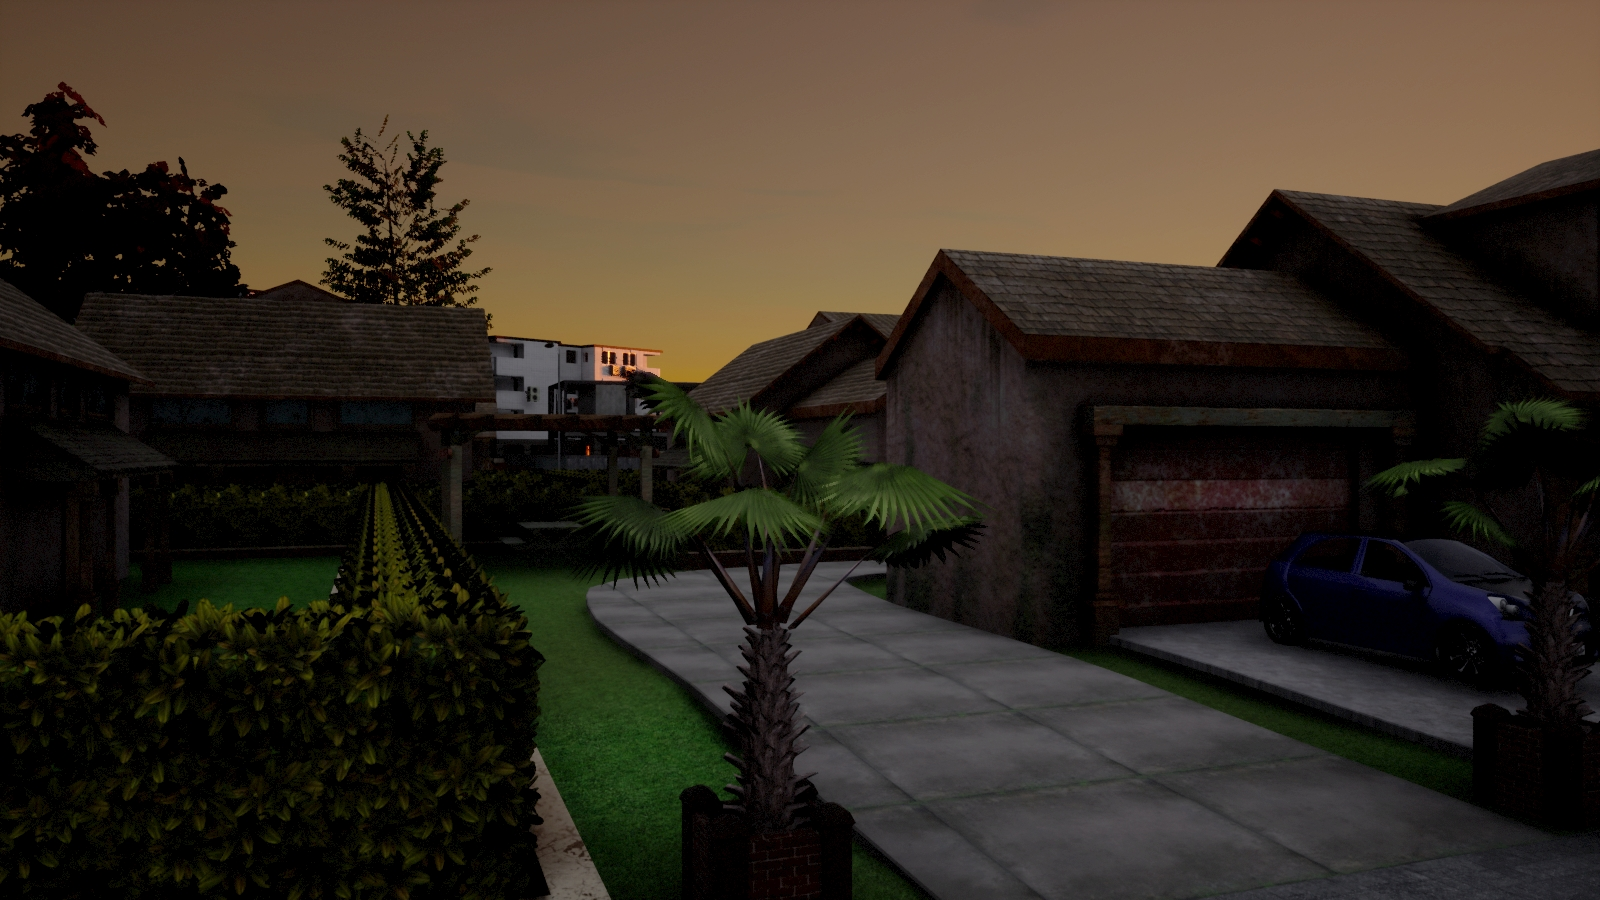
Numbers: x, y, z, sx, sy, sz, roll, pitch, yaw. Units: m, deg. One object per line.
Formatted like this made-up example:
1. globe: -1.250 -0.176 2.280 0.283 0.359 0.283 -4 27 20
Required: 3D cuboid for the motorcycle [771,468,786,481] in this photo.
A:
1. motorcycle: -1.939 2.199 102.837 0.803 1.199 2.033 0 0 -20
